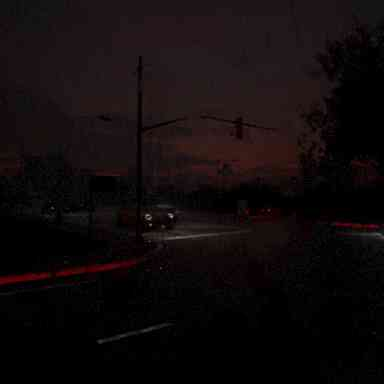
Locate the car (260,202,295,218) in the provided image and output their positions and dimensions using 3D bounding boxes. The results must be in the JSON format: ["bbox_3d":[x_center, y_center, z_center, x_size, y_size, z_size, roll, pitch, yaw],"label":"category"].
[{"bbox_3d":[8.166,1.652,31.421,2.033,1.411,5.357,0,1,33],"label":"car"}]

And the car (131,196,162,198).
[{"bbox_3d":[-3.296,1.358,27.097,2.150,2.045,5.566,1,0,-39],"label":"car"}]

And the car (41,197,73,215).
[{"bbox_3d":[-14.843,1.596,35.908,1.837,1.490,4.892,1,-1,-39],"label":"car"}]

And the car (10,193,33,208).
[{"bbox_3d":[-25.142,1.113,48.925,2.150,2.045,5.566,1,0,-39],"label":"car"}]

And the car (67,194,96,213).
[{"bbox_3d":[-13.455,1.343,39.778,2.150,2.045,5.566,1,0,-39],"label":"car"}]

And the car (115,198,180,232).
[{"bbox_3d":[-3.077,1.455,21.227,2.097,1.767,4.553,1,-1,-39],"label":"car"}]
